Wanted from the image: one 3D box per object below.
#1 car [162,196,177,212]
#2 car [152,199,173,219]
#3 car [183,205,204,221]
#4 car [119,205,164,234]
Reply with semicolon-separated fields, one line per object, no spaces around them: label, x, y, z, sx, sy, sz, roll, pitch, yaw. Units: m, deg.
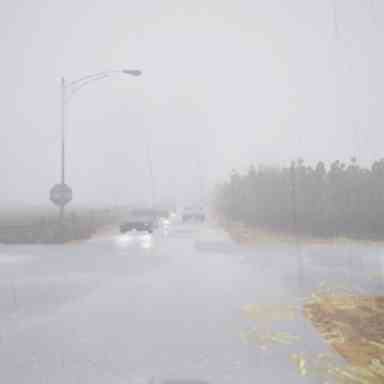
car;-3.129;1.592;44.135;2.150;2.045;5.566;0;0;1
car;-3.178;1.787;32.658;1.882;1.535;5.008;0;-1;0
car;0.115;1.896;30.703;1.895;1.301;4.718;0;0;0
car;-3.187;1.743;21.058;2.033;1.411;5.357;0;-1;0
